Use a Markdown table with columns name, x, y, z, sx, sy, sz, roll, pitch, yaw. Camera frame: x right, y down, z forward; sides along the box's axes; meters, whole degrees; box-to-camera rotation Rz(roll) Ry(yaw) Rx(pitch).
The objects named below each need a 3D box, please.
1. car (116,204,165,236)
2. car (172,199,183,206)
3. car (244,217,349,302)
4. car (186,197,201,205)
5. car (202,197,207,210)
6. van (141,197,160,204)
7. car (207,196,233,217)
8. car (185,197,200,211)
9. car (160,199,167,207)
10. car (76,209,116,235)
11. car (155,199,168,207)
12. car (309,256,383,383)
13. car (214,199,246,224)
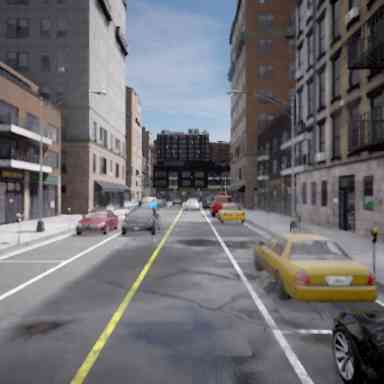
| name | x | y | z | sx | sy | sz | roll | pitch | yaw |
| --- | --- | --- | --- | --- | --- | --- | --- | --- | --- |
| car | -2.847 | 1.625 | 19.415 | 1.812 | 1.442 | 4.674 | 0 | 0 | 0 |
| car | -2.737 | 1.940 | 62.865 | 2.033 | 1.411 | 5.357 | 0 | 0 | 0 |
| car | 2.639 | 1.568 | 8.291 | 1.752 | 1.417 | 4.829 | 0 | 0 | 0 |
| car | 0.346 | 1.833 | 65.996 | 2.128 | 1.511 | 4.902 | 0 | -1 | 12 |
| car | 2.647 | 1.812 | 47.753 | 1.947 | 1.339 | 4.313 | 0 | 0 | 0 |
| van | -5.379 | 1.558 | 42.094 | 1.690 | 1.788 | 3.998 | 0 | 0 | 0 |
| car | 2.988 | 1.391 | 33.173 | 2.150 | 2.045 | 5.566 | 0 | 0 | 0 |
| car | 0.043 | 1.763 | 45.446 | 1.812 | 1.442 | 4.674 | 0 | -1 | 1 |
| car | -5.376 | 1.827 | 53.417 | 2.008 | 1.369 | 4.403 | 0 | 0 | 0 |
| car | -5.383 | 1.682 | 19.446 | 1.802 | 1.307 | 4.206 | 0 | 0 | 0 |
| car | -5.375 | 1.871 | 59.079 | 1.947 | 1.339 | 4.313 | 0 | 0 | 0 |
| car | 2.638 | 1.579 | 2.459 | 1.947 | 1.339 | 4.313 | 0 | 0 | 0 |
| car | 3.030 | 1.592 | 26.332 | 1.801 | 1.575 | 5.366 | 0 | 0 | 0 |
